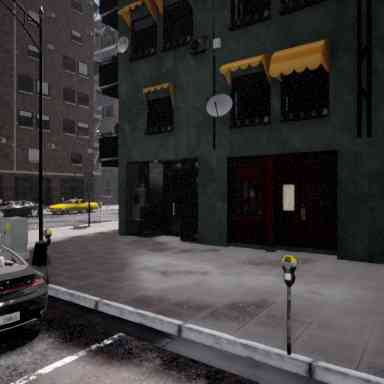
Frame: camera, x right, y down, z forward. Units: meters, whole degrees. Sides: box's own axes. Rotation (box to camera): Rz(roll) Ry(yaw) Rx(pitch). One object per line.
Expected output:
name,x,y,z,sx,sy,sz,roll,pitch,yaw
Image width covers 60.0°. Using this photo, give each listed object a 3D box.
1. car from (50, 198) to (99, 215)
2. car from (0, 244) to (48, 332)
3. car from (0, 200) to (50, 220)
car,-10.824,1.249,30.403,1.752,1.417,4.829,1,1,35
car,-4.343,1.551,5.969,4.403,1.369,2.008,0,0,35
car,-13.912,1.350,25.977,2.008,1.369,4.403,1,1,35
